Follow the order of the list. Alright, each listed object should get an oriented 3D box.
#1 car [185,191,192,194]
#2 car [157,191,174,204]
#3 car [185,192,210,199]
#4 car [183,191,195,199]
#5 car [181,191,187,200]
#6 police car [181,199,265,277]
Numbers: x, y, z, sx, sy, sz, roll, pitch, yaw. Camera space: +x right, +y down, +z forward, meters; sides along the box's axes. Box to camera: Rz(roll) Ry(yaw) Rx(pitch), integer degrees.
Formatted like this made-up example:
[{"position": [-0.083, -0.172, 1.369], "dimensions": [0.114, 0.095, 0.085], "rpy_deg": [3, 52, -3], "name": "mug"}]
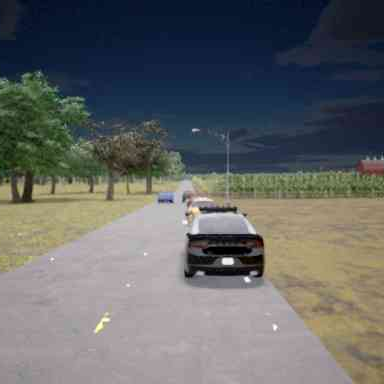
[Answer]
[{"position": [0.574, 0.952, 25.509], "dimensions": [1.882, 1.535, 5.008], "rpy_deg": [0, 1, -1], "name": "car"}, {"position": [-3.257, 0.695, 41.808], "dimensions": [1.882, 1.535, 5.008], "rpy_deg": [0, 1, 0], "name": "car"}, {"position": [0.632, 1.035, 19.696], "dimensions": [1.801, 1.575, 5.366], "rpy_deg": [0, 1, -1], "name": "car"}, {"position": [-0.598, 0.498, 60.367], "dimensions": [2.033, 1.411, 5.357], "rpy_deg": [0, 1, -1], "name": "car"}, {"position": [-0.451, 0.658, 46.542], "dimensions": [1.837, 1.490, 4.892], "rpy_deg": [0, 1, 0], "name": "car"}, {"position": [0.732, 1.207, 9.615], "dimensions": [1.930, 1.638, 5.238], "rpy_deg": [0, 1, -1], "name": "police car"}]
